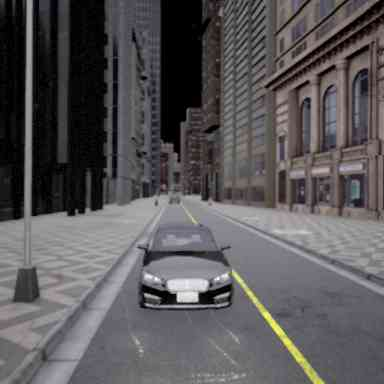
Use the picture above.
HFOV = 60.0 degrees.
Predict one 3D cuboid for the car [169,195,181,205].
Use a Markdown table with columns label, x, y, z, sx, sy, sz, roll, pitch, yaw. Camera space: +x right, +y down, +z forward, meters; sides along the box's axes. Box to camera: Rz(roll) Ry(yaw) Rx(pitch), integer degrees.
| label | x | y | z | sx | sy | sz | roll | pitch | yaw |
| --- | --- | --- | --- | --- | --- | --- | --- | --- | --- |
| car | -3.536 | 1.557 | 67.957 | 2.150 | 2.045 | 5.566 | 0 | 0 | -3 |

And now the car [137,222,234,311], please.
| label | x | y | z | sx | sy | sz | roll | pitch | yaw |
| --- | --- | --- | --- | --- | --- | --- | --- | --- | --- |
| car | -0.209 | 1.550 | 8.142 | 2.128 | 1.511 | 4.902 | 0 | 0 | -3 |
